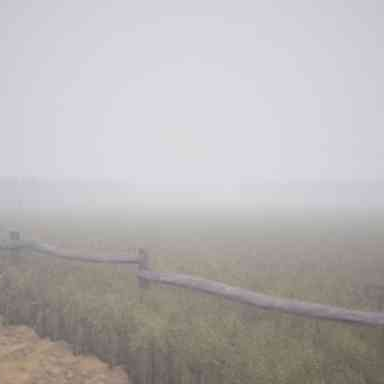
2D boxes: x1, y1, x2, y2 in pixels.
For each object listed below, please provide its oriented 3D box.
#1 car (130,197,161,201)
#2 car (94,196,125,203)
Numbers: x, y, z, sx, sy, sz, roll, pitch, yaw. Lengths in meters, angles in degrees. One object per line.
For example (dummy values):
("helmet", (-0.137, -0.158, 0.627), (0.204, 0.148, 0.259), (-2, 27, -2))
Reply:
("car", (-6.670, 1.384, 48.692), (1.895, 1.301, 4.718), (0, 1, 38))
("car", (-11.694, 1.308, 47.194), (1.837, 1.490, 4.892), (0, 0, 36))
